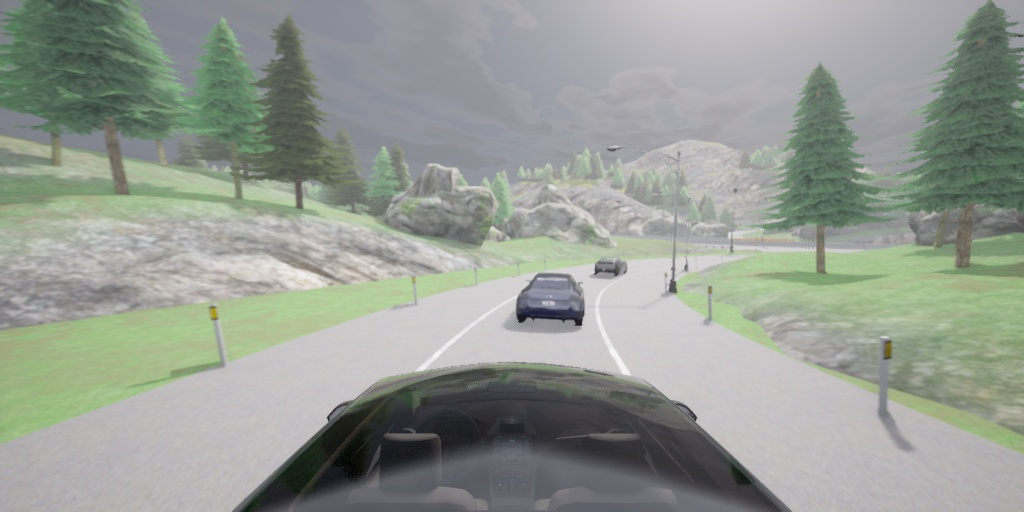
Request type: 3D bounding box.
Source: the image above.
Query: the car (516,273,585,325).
[{"bbox_3d":[1.361,1.236,11.756,1.994,1.385,4.181,1,1,10],"label":"car"}]

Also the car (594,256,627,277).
[{"bbox_3d":[8.206,0.788,29.527,2.128,1.511,4.902,3,3,29],"label":"car"}]
